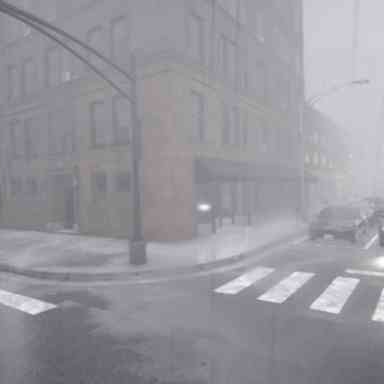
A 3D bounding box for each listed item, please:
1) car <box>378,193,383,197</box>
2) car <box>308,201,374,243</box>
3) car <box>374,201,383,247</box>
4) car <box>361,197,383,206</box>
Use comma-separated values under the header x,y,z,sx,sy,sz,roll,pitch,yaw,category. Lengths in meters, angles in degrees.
x,y,z,sx,sy,sz,roll,pitch,yaw,category
12.836,1.025,23.674,1.947,1.339,4.313,-1,1,35,car
6.371,1.270,14.330,1.947,1.339,4.313,-1,1,35,car
8.376,1.196,12.760,1.812,1.442,4.674,-1,1,35,car
9.604,1.164,19.002,1.802,1.307,4.206,-1,1,35,car
